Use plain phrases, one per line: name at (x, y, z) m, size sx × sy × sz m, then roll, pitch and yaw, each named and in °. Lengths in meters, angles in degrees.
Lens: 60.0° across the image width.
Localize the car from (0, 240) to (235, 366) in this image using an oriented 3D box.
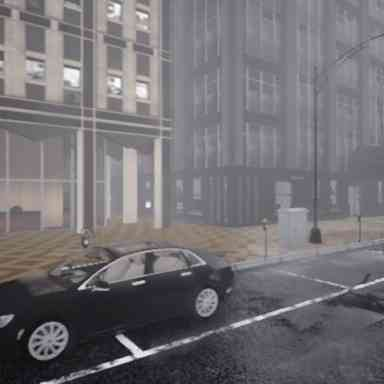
car at (-1.221, 1.557, 5.695) m, size 4.403 × 1.369 × 2.008 m, roll 0°, pitch 0°, yaw -36°
